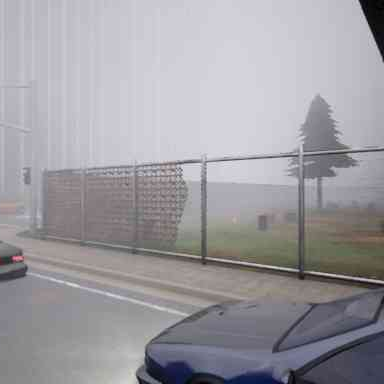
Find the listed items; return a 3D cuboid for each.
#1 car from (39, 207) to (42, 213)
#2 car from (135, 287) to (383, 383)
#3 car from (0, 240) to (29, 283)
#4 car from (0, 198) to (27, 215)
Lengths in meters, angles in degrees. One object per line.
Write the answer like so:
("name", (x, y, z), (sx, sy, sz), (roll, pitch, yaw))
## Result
("car", (-13.001, 1.572, 33.287), (1.994, 1.385, 4.181), (0, 0, 36))
("car", (2.045, 1.547, 2.533), (5.357, 1.411, 2.033), (0, 0, 35))
("car", (-6.359, 1.569, 8.506), (5.357, 1.411, 2.033), (0, 0, 35))
("car", (-18.414, 1.368, 31.743), (2.097, 1.767, 4.553), (0, 0, 36))
